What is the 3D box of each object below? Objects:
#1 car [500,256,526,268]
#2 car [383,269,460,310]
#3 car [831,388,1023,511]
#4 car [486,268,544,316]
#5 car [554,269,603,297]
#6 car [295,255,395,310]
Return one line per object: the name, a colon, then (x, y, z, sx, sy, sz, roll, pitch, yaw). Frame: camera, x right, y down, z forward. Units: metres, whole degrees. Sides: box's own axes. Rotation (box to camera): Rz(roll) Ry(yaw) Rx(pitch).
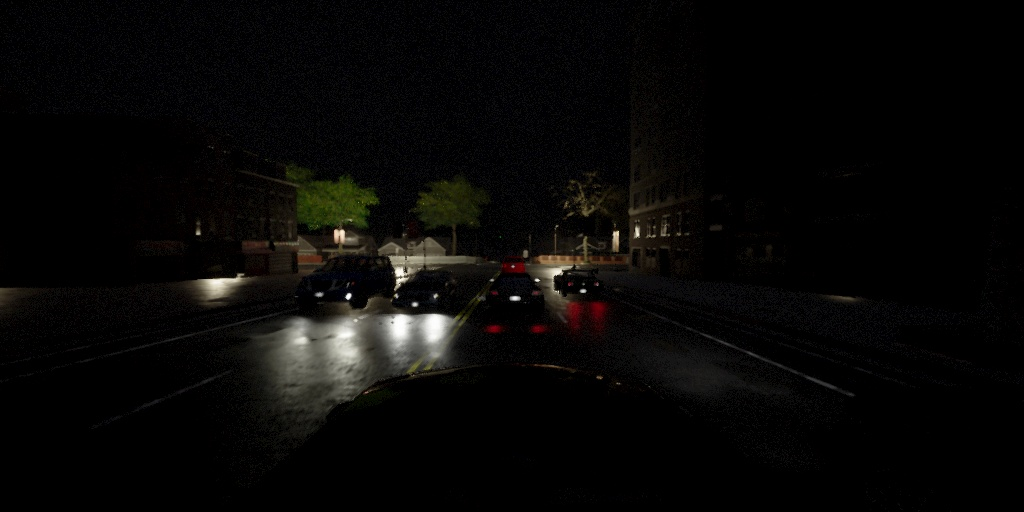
car: (0.095, 1.026, 33.818, 2.150, 2.045, 5.566, 0, 0, 0)
car: (-3.352, 1.303, 15.053, 2.033, 1.411, 5.357, 0, 0, 0)
car: (3.350, 1.242, 0.714, 2.128, 1.511, 4.902, 0, 0, 0)
car: (0.096, 1.318, 13.423, 1.994, 1.385, 4.181, 0, 0, 0)
car: (3.347, 1.363, 19.076, 1.895, 1.301, 4.718, 0, 0, 0)
car: (-6.601, 0.977, 15.053, 2.150, 2.045, 5.566, 0, 0, 0)
